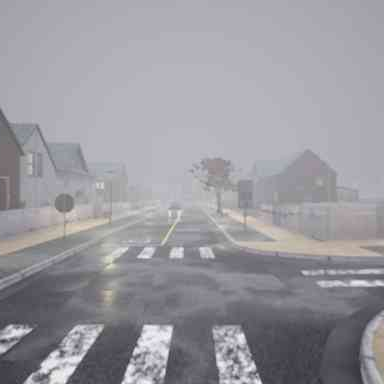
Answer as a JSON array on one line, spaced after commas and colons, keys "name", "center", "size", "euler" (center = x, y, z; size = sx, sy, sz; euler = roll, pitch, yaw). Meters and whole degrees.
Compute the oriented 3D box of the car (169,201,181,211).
[{"name": "car", "center": [-2.810, 2.293, 55.533], "size": [1.837, 1.490, 4.892], "euler": [0, -1, 0]}]
